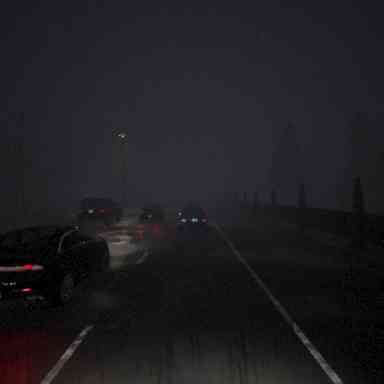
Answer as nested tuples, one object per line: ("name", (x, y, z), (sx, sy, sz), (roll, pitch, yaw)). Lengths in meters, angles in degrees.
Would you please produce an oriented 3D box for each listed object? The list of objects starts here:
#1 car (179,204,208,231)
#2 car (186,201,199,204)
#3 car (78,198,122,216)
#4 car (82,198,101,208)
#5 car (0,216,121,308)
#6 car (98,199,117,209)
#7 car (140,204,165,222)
("car", (0.100, 1.740, 22.276), (2.033, 1.411, 5.357), (0, 0, 0))
("car", (0.060, 1.830, 41.066), (1.882, 1.535, 5.008), (0, 0, -1))
("car", (-6.899, 1.439, 25.332), (2.150, 2.045, 5.566), (0, 0, 0))
("car", (-18.009, 1.991, 59.793), (1.882, 1.535, 5.008), (0, 0, -1))
("car", (-3.400, 1.562, 8.089), (2.128, 1.511, 4.902), (0, 0, 0))
("car", (-14.441, 2.033, 56.922), (2.033, 1.411, 5.357), (0, 0, -1))
("car", (-3.399, 1.776, 29.065), (1.812, 1.442, 4.674), (0, 0, 0))
